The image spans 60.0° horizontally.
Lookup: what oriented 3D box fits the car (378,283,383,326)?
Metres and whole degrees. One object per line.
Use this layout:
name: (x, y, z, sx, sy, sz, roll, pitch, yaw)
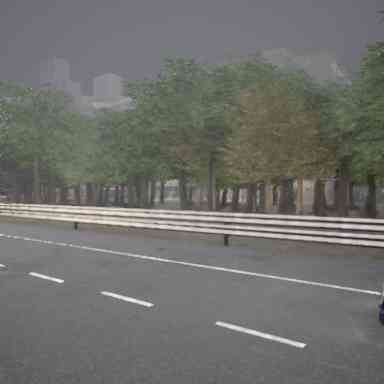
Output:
car: (5.137, 1.353, 4.506, 4.553, 1.767, 2.097, 0, 0, 35)
